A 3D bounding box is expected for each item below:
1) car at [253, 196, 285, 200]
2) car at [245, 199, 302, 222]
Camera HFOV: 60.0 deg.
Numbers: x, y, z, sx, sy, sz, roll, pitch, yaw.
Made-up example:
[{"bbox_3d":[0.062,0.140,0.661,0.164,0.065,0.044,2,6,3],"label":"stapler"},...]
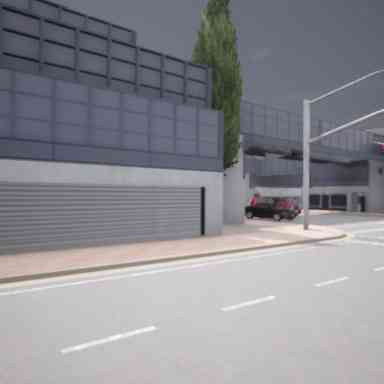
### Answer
[{"bbox_3d":[8.214,1.479,33.336,2.150,2.045,5.566,1,0,-35],"label":"car"},{"bbox_3d":[6.775,1.701,29.373,1.882,1.535,5.008,1,0,-37],"label":"car"}]
